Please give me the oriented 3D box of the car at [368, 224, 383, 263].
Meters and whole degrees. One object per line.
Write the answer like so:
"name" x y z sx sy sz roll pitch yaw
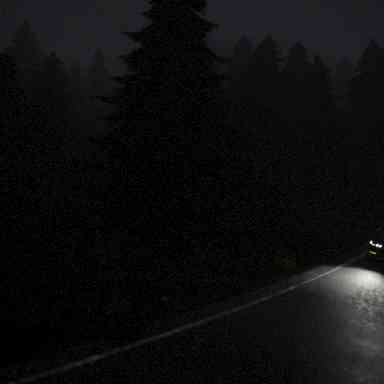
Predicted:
"car" 7.306 1.453 10.888 1.837 1.490 4.892 1 1 43
